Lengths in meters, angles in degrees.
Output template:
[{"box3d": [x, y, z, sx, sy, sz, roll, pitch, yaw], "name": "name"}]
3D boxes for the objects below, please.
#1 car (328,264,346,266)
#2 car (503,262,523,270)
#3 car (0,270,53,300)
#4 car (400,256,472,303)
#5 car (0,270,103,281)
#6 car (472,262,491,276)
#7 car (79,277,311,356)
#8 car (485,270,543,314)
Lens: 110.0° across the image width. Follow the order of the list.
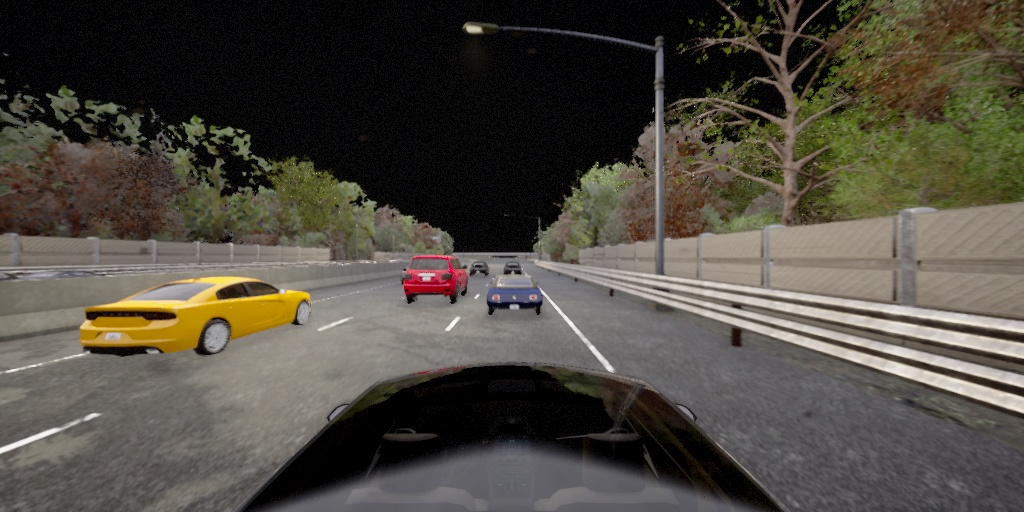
[{"box3d": [-17.585, 1.449, 35.672, 1.895, 1.301, 4.718, 0, 0, 0], "name": "car"}, {"box3d": [0.087, 1.356, 37.863, 1.837, 1.490, 4.892, 0, 0, 0], "name": "car"}, {"box3d": [-24.604, 1.387, 16.119, 1.895, 1.301, 4.718, 0, 0, 0], "name": "car"}, {"box3d": [-3.405, 1.006, 16.957, 2.150, 2.045, 5.566, 0, 0, 0], "name": "car"}, {"box3d": [-21.104, 1.351, 16.571, 1.994, 1.385, 4.181, 0, 0, 0], "name": "car"}, {"box3d": [-3.414, 1.359, 38.442, 1.837, 1.490, 4.892, 0, 0, 0], "name": "car"}, {"box3d": [-6.903, 1.243, 8.682, 1.882, 1.535, 5.008, 0, 0, 0], "name": "car"}, {"box3d": [0.091, 1.376, 13.831, 1.895, 1.301, 4.718, 0, 0, 0], "name": "car"}]
